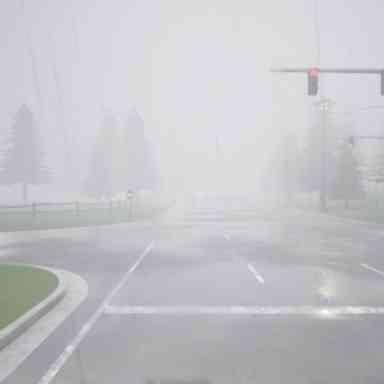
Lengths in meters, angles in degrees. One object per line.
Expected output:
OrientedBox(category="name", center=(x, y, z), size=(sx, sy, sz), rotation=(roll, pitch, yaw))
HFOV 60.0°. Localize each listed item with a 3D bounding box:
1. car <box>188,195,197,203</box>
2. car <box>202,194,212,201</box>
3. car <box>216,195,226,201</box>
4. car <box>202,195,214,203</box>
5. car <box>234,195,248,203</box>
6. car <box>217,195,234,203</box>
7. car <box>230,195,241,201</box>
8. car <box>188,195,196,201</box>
OrientedBox(category="car", center=(0.072, 1.531, 70.569), size=(2.128, 1.511, 4.902), rotation=(0, 0, 0))
OrientedBox(category="car", center=(3.582, 1.373, 80.986), size=(2.128, 1.511, 4.902), rotation=(0, 0, 0))
OrientedBox(category="car", center=(7.082, 1.443, 81.012), size=(1.895, 1.301, 4.718), rotation=(0, 0, 0))
OrientedBox(category="car", center=(3.572, 1.483, 70.566), size=(1.882, 1.535, 5.008), rotation=(0, 0, 0))
OrientedBox(category="car", center=(10.572, 1.545, 70.559), size=(2.033, 1.411, 5.357), rotation=(0, 0, 0))
OrientedBox(category="car", center=(7.072, 1.530, 70.562), size=(2.128, 1.511, 4.902), rotation=(0, 0, 0))
OrientedBox(category="car", center=(10.582, 1.443, 81.009), size=(1.895, 1.301, 4.718), rotation=(0, 0, 0))
OrientedBox(category="car", center=(0.082, 1.443, 81.019), size=(1.895, 1.301, 4.718), rotation=(0, 0, 0))
